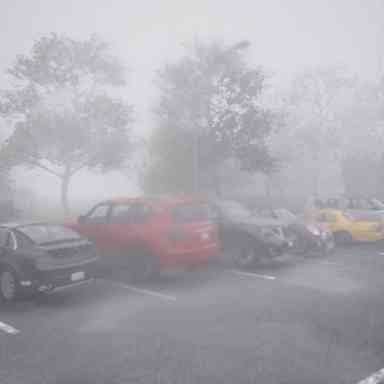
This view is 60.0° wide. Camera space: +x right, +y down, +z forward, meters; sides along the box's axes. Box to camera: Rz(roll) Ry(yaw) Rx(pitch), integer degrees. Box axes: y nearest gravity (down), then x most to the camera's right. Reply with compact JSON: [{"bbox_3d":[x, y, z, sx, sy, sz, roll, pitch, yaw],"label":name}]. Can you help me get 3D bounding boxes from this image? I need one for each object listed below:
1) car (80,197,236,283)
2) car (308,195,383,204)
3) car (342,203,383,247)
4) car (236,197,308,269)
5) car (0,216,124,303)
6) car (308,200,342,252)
[{"bbox_3d":[-1.830,1.212,9.847,5.566,2.045,2.435,-1,0,36],"label":"car"},{"bbox_3d":[8.166,1.181,16.338,5.566,2.045,2.435,-1,-1,37],"label":"car"},{"bbox_3d":[5.488,1.450,14.839,5.366,1.575,1.946,-1,0,37],"label":"car"},{"bbox_3d":[0.699,1.210,11.465,5.566,2.045,2.435,-1,-1,36],"label":"car"},{"bbox_3d":[-4.272,1.466,8.174,4.892,1.521,2.231,-1,0,36],"label":"car"},{"bbox_3d":[3.130,1.334,13.130,4.553,1.767,2.185,-1,-1,37],"label":"car"}]
